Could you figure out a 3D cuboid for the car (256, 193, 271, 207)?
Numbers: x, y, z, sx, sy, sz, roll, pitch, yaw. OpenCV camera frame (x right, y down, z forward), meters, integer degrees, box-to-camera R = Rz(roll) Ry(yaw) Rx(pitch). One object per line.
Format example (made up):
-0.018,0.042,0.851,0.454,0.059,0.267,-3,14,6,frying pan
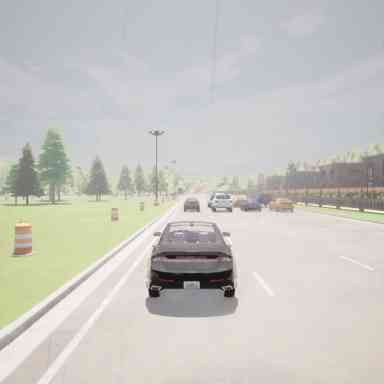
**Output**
10.469,1.221,49.600,2.150,2.045,5.566,0,0,0,car

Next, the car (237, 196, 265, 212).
6.975,1.564,39.565,1.994,1.385,4.181,0,0,0,car

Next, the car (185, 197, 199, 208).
-0.031,1.547,49.564,2.033,1.411,5.357,0,0,0,car

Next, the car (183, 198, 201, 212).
-0.024,1.491,39.144,2.128,1.511,4.902,0,0,0,car

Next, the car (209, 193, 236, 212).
3.475,1.221,39.176,2.150,2.045,5.566,0,0,0,car

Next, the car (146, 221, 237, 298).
-0.006,1.492,8.531,2.128,1.511,4.902,0,0,0,car

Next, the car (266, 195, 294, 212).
10.476,1.478,39.150,1.882,1.535,5.008,0,0,0,car

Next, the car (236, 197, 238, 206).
6.969,1.478,49.568,1.882,1.535,5.008,0,0,0,car

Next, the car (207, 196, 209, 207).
3.469,1.221,49.596,2.150,2.045,5.566,0,0,0,car
